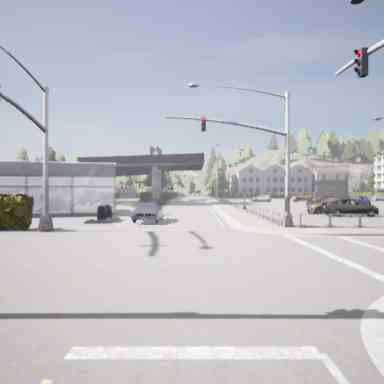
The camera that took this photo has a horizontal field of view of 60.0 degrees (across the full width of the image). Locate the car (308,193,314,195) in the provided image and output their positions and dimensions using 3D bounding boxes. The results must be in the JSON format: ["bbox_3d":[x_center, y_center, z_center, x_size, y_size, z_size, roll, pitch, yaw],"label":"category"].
[{"bbox_3d":[21.268,1.276,53.238,4.514,1.523,2.007,0,0,0],"label":"car"}]

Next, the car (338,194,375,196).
[{"bbox_3d":[21.143,1.302,43.246,3.633,1.501,1.845,0,0,0],"label":"car"}]

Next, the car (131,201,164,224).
[{"bbox_3d":[-3.167,1.403,24.713,2.033,1.411,5.357,0,0,1],"label":"car"}]

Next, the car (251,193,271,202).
[{"bbox_3d":[13.603,1.334,65.720,3.806,1.475,1.970,0,0,0],"label":"car"}]

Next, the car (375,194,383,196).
[{"bbox_3d":[39.169,1.203,68.825,3.806,1.475,1.970,0,0,0],"label":"car"}]

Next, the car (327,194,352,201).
[{"bbox_3d":[32.150,1.268,72.546,4.514,1.523,2.007,0,0,0],"label":"car"}]

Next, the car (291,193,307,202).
[{"bbox_3d":[22.082,1.070,65.688,4.605,1.855,1.932,0,0,0],"label":"car"}]

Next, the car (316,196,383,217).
[{"bbox_3d":[13.397,1.328,28.327,4.514,1.523,2.007,0,0,0],"label":"car"}]

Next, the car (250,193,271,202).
[{"bbox_3d":[14.242,1.048,69.040,3.866,1.878,1.905,0,0,0],"label":"car"}]

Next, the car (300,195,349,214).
[{"bbox_3d":[13.371,1.317,31.464,5.027,1.636,2.152,0,0,0],"label":"car"}]
